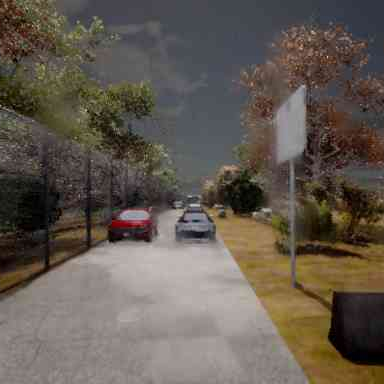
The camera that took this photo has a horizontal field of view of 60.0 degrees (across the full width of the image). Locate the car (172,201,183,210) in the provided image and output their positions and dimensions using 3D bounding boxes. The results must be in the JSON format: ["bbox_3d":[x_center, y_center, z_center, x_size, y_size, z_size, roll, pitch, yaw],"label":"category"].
[{"bbox_3d":[-2.356,2.331,57.192,2.128,1.511,4.902,0,-2,1],"label":"car"}]

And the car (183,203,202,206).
[{"bbox_3d":[0.315,1.840,34.835,1.812,1.442,4.674,0,-1,0],"label":"car"}]

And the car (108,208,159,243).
[{"bbox_3d":[-2.770,1.552,16.574,1.882,1.535,5.008,0,-1,0],"label":"car"}]

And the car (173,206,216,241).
[{"bbox_3d":[0.185,1.645,17.297,1.994,1.385,4.181,0,0,0],"label":"car"}]
